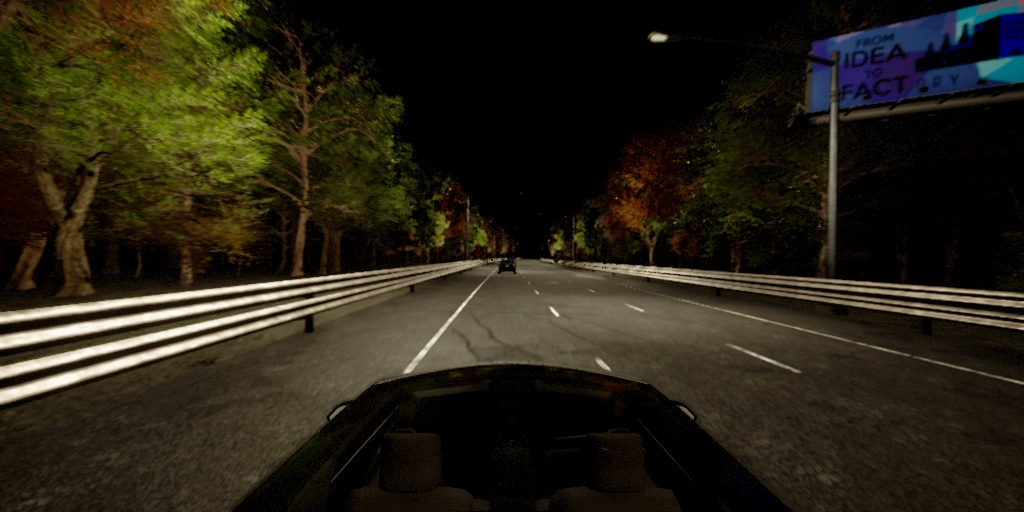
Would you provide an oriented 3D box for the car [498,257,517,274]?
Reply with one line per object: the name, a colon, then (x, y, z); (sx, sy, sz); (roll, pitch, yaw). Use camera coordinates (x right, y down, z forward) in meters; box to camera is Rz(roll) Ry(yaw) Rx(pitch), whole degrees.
car: (-0.545, 1.184, 43.371); (2.097, 1.767, 4.553); (1, 0, 0)
